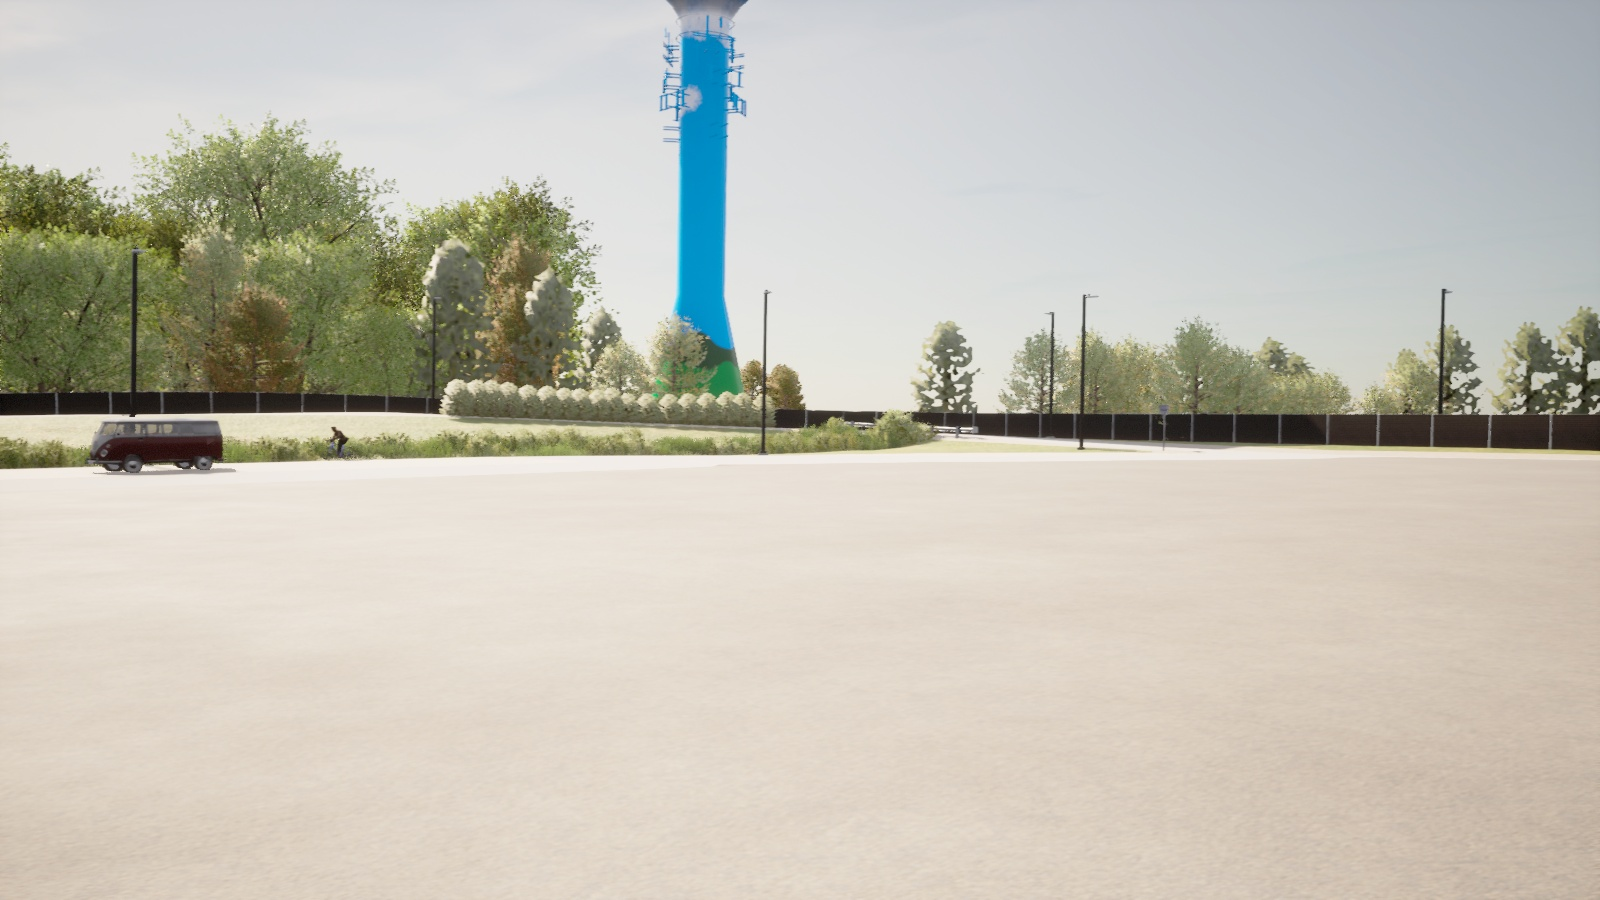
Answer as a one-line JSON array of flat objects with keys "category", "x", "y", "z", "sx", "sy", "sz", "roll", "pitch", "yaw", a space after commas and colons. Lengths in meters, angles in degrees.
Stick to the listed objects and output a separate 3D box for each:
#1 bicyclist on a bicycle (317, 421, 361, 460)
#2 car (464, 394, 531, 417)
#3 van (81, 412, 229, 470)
[{"category": "bicyclist on a bicycle", "x": -20.521, "y": -0.416, "z": 55.870, "sx": 0.582, "sy": 1.620, "sz": 1.656, "roll": -12, "pitch": -8, "yaw": 40}, {"category": "car", "x": -21.525, "y": -3.179, "z": 89.457, "sx": 4.181, "sy": 1.385, "sz": 1.994, "roll": 2, "pitch": 0, "yaw": -36}, {"category": "van", "x": -23.486, "y": -0.382, "z": 45.860, "sx": 1.775, "sy": 1.987, "sz": 4.442, "roll": 2, "pitch": 3, "yaw": 38}]
